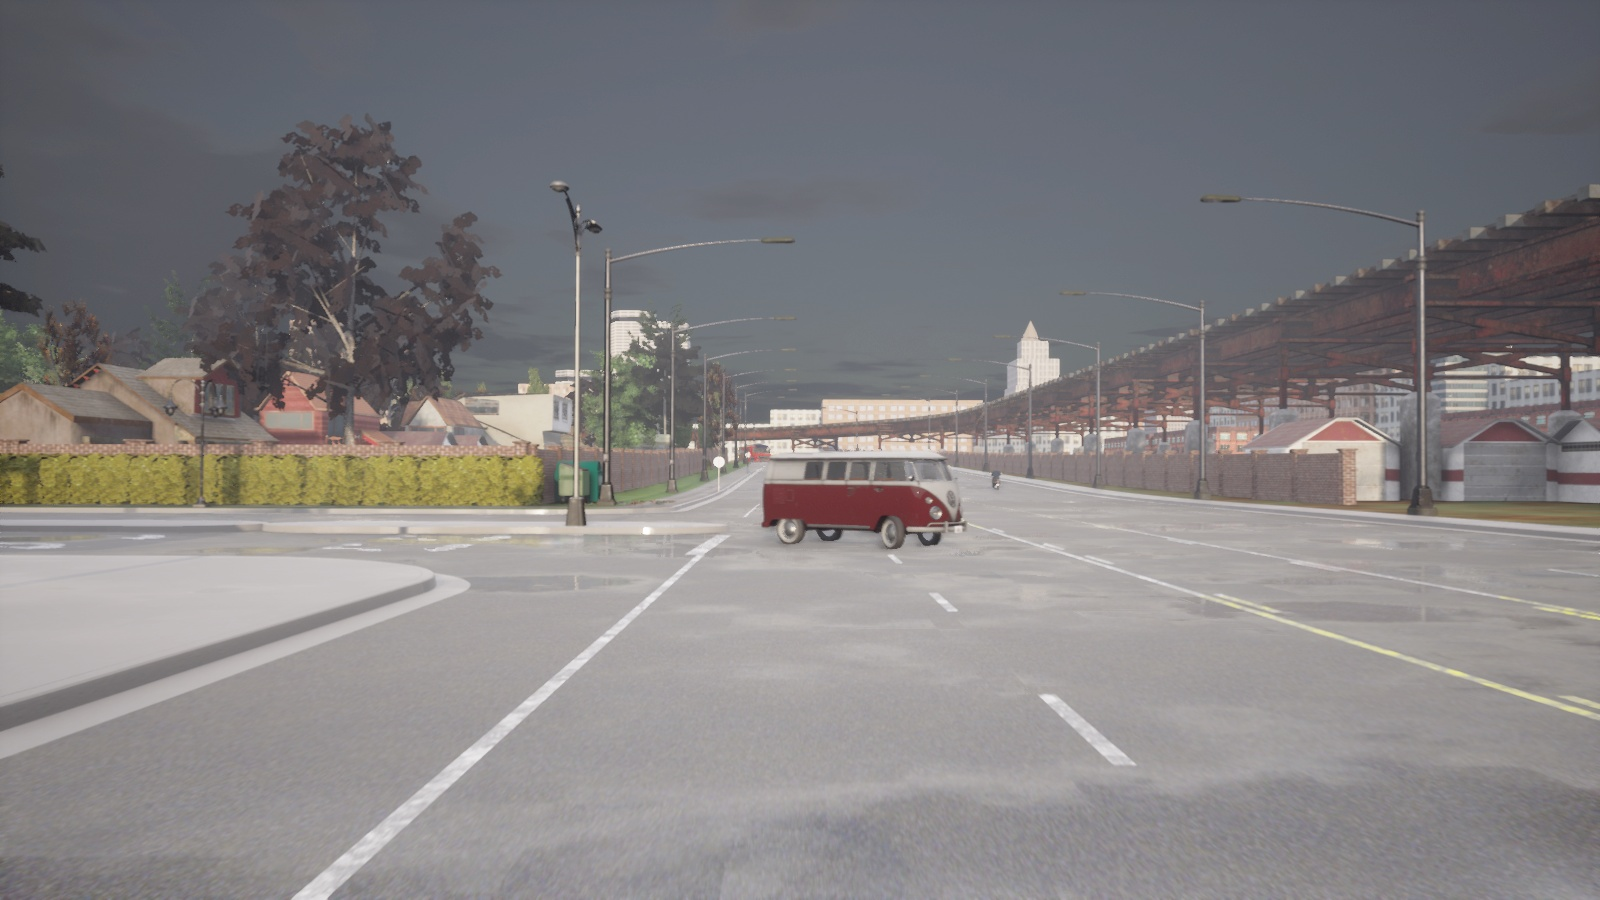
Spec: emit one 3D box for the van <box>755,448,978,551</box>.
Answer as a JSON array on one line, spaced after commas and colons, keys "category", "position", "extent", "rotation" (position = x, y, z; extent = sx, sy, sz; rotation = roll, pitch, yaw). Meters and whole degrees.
[{"category": "van", "position": [1.345, 1.004, 26.436], "extent": [4.442, 1.987, 1.775], "rotation": [-1, -2, 37]}]
